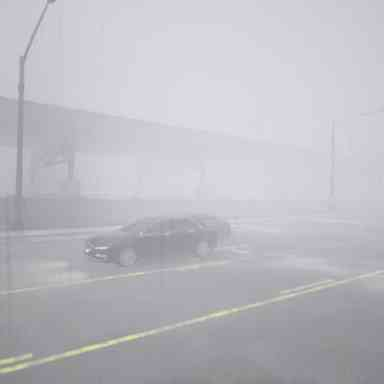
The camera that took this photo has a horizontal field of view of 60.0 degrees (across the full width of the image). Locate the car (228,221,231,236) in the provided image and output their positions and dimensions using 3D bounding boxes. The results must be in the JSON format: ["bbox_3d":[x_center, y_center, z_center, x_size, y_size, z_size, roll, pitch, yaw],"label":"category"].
[{"bbox_3d":[-0.020,1.700,16.855,4.181,1.385,1.994,1,0,-35],"label":"car"}]

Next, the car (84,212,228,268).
[{"bbox_3d":[-1.265,1.590,11.681,4.892,1.490,1.837,0,0,-36],"label":"car"}]
